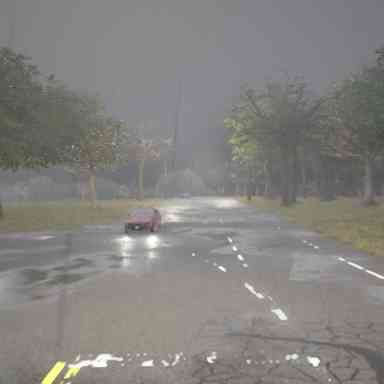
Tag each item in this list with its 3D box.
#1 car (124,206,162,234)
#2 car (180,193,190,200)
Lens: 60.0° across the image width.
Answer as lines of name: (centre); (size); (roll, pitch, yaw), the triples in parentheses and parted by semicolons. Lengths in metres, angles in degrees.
car: (-3.135, 1.769, 22.024); (1.882, 1.535, 5.008); (-2, 1, 2)
car: (-1.455, 0.988, 73.985); (2.033, 1.411, 5.357); (-1, 1, 4)
